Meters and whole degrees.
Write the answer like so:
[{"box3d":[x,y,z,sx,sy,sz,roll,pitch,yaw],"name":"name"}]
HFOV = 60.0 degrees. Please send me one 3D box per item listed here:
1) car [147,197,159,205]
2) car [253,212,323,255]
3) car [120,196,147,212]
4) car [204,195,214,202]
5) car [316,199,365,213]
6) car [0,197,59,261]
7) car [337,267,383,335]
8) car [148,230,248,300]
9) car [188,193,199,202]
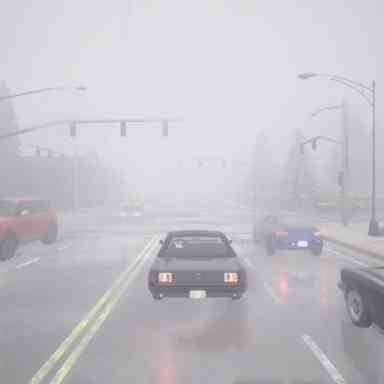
[{"box3d":[-6.856,1.564,57.017,1.994,1.385,4.181,0,0,0],"name":"car"},{"box3d":[3.633,1.526,13.153,1.812,1.442,4.674,0,0,0],"name":"car"},{"box3d":[-6.945,1.351,38.708,2.097,1.767,4.553,0,0,0],"name":"car"},{"box3d":[3.810,1.355,75.038,2.097,1.767,4.553,0,0,0],"name":"car"},{"box3d":[16.069,1.478,36.137,5.008,1.535,1.882,0,0,0],"name":"car"},{"box3d":[-7.052,1.221,12.680,2.150,2.045,5.566,0,0,0],"name":"car"},{"box3d":[3.612,1.601,4.050,1.895,1.301,4.718,0,0,0],"name":"car"},{"box3d":[0.097,1.601,8.361,1.895,1.301,4.718,0,0,0],"name":"car"},{"box3d":[0.306,1.225,74.932,2.150,2.045,5.566,0,0,0],"name":"car"}]
